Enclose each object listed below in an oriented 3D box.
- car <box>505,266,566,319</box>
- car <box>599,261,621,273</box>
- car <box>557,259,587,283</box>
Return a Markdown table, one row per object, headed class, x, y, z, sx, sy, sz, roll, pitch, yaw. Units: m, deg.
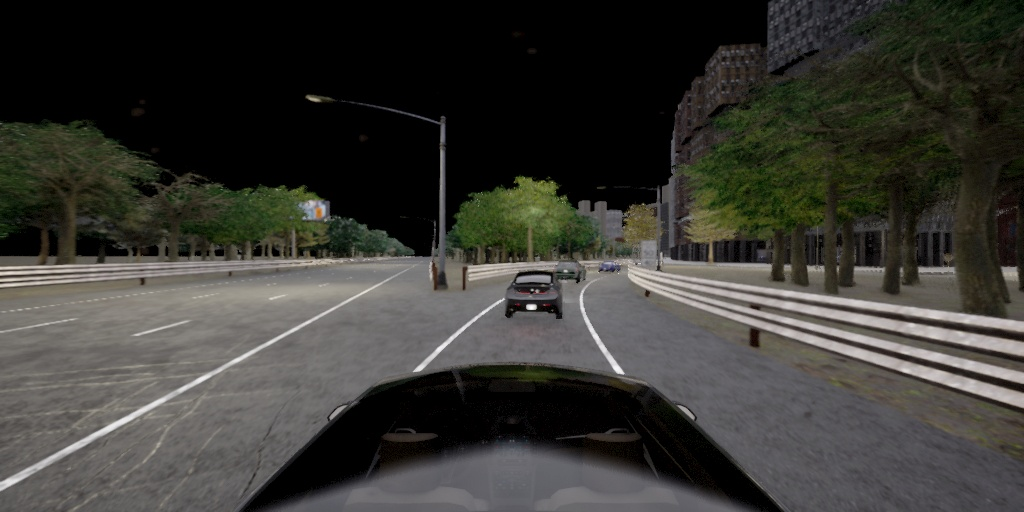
| class | x | y | z | sx | sy | sz | roll | pitch | yaw |
| --- | --- | --- | --- | --- | --- | --- | --- | --- | --- |
| car | 0.926 | 1.271 | 13.032 | 1.837 | 1.490 | 4.892 | 0 | 0 | 8 |
| car | 12.264 | 1.350 | 44.837 | 1.812 | 1.442 | 4.674 | 0 | 0 | 30 |
| car | 4.653 | 1.142 | 28.486 | 2.097 | 1.767 | 4.553 | 1 | 0 | 19 |
